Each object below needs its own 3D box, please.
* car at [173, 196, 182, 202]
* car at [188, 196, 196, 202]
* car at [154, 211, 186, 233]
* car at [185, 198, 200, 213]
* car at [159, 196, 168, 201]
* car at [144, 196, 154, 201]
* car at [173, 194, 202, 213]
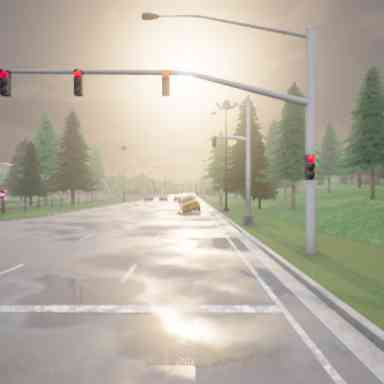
[{"bbox_3d":[-3.487,1.587,81.500,1.994,1.385,4.181,0,0,0],"label":"car"},{"bbox_3d":[0.013,1.587,81.500,1.994,1.385,4.181,0,0,0],"label":"car"},{"bbox_3d":[-2.747,3.571,39.869,1.411,2.033,5.357,-25,7,-24],"label":"car"},{"bbox_3d":[0.046,1.581,40.051,1.812,1.442,4.674,0,2,0],"label":"car"},{"bbox_3d":[-6.987,1.574,81.501,2.033,1.411,5.357,0,0,0],"label":"car"},{"bbox_3d":[-10.487,1.574,81.501,2.033,1.411,5.357,0,0,0],"label":"car"},{"bbox_3d":[-0.523,1.095,36.567,1.882,1.535,5.008,-21,12,-6],"label":"car"}]
